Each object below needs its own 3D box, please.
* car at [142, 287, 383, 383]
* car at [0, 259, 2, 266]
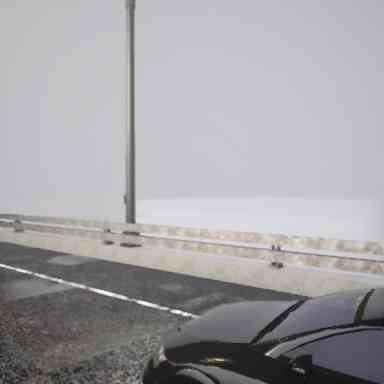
[{"bbox_3d":[1.572,1.564,2.746,4.181,1.385,1.994,0,0,36],"label":"car"},{"bbox_3d":[-7.295,1.556,9.125,5.357,1.411,2.033,0,0,36],"label":"car"}]
